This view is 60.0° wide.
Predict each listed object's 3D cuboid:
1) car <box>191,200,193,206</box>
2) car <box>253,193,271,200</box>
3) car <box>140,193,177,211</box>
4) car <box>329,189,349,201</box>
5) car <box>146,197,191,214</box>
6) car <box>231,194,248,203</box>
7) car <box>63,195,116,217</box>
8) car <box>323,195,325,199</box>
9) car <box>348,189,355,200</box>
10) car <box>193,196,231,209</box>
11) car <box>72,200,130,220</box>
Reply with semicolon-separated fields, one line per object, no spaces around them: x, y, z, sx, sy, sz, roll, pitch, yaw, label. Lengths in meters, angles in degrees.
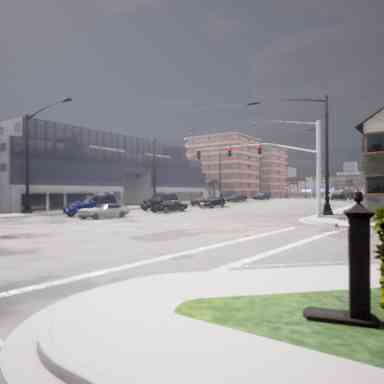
1.710;1.402;49.179;1.895;1.301;4.718;0;1;35;car
14.007;0.889;66.568;2.033;1.411;5.357;0;0;36;car
-3.896;1.227;41.190;2.150;2.045;5.566;0;1;36;car
26.138;0.759;59.285;1.837;1.490;4.892;0;0;35;car
-2.542;1.628;37.020;1.895;1.301;4.718;0;1;35;car
7.833;1.056;57.886;2.033;1.411;5.357;0;1;35;car
-9.839;1.326;32.717;2.150;2.045;5.566;-1;0;35;car
28.922;0.819;69.520;1.812;1.442;4.674;0;-1;35;car
31.831;0.501;67.577;2.150;2.045;5.566;0;-1;35;car
2.728;1.352;44.535;2.128;1.511;4.902;0;1;35;car
-7.803;1.689;29.517;1.895;1.301;4.718;0;0;35;car
